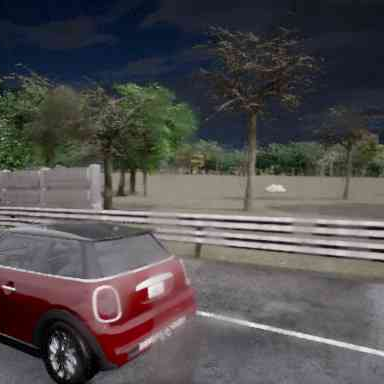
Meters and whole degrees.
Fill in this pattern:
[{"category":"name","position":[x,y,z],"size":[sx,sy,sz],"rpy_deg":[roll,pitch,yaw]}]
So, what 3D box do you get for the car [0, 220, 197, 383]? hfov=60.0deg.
[{"category":"car","position":[-2.264,1.269,5.376],"size":[4.553,1.767,2.097],"rpy_deg":[0,1,32]}]
